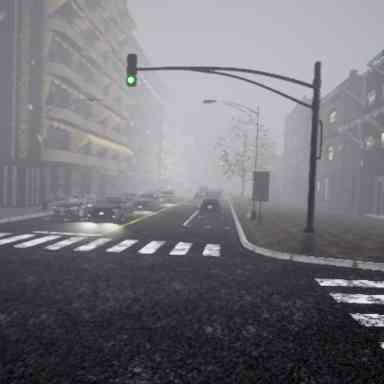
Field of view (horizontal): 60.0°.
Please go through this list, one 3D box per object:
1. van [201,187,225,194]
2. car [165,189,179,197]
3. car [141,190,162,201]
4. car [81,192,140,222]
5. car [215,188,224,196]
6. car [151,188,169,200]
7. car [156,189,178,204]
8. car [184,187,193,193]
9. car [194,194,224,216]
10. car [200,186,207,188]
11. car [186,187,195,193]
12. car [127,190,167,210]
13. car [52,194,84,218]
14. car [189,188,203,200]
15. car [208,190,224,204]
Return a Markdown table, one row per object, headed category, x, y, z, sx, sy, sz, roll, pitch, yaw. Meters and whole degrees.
| category | x | y | z | sx | sy | sz | roll | pitch | yaw |
| --- | --- | --- | --- | --- | --- | --- | --- | --- | --- |
| van | 2.065 | 0.754 | 31.725 | 1.690 | 1.788 | 3.998 | 2 | 1 | 6 |
| car | -3.596 | 0.142 | 60.076 | 1.802 | 1.307 | 4.206 | 2 | 1 | 6 |
| car | -5.204 | 0.456 | 43.556 | 1.802 | 1.307 | 4.206 | 2 | 1 | 6 |
| car | -4.859 | 0.972 | 20.446 | 1.994 | 1.385 | 4.181 | 2 | 1 | 5 |
| car | 6.351 | 0.012 | 75.779 | 1.967 | 1.590 | 4.097 | 2 | 1 | 6 |
| car | -4.664 | 0.210 | 49.059 | 1.967 | 1.590 | 4.097 | 2 | 1 | 6 |
| car | -2.930 | 0.565 | 40.013 | 1.812 | 1.442 | 4.674 | 2 | 1 | 6 |
| car | -0.915 | -0.405 | 87.607 | 1.947 | 1.339 | 4.313 | 2 | 1 | 6 |
| car | 1.523 | 1.083 | 26.224 | 1.947 | 1.339 | 4.313 | 2 | 1 | 6 |
| car | 2.303 | -0.016 | 60.818 | 2.150 | 2.045 | 5.566 | 2 | 1 | 6 |
| car | -0.375 | -0.637 | 93.111 | 1.967 | 1.590 | 4.097 | 2 | 1 | 6 |
| car | -3.943 | 0.781 | 29.747 | 2.033 | 1.411 | 5.357 | 2 | 1 | 5 |
| car | -7.348 | 0.842 | 21.529 | 2.008 | 1.369 | 4.403 | 2 | 1 | 6 |
| car | 1.273 | 0.512 | 50.253 | 2.033 | 1.411 | 5.357 | 2 | 1 | 6 |
| car | 3.134 | 0.644 | 42.741 | 1.967 | 1.590 | 4.097 | 2 | 1 | 6 |
